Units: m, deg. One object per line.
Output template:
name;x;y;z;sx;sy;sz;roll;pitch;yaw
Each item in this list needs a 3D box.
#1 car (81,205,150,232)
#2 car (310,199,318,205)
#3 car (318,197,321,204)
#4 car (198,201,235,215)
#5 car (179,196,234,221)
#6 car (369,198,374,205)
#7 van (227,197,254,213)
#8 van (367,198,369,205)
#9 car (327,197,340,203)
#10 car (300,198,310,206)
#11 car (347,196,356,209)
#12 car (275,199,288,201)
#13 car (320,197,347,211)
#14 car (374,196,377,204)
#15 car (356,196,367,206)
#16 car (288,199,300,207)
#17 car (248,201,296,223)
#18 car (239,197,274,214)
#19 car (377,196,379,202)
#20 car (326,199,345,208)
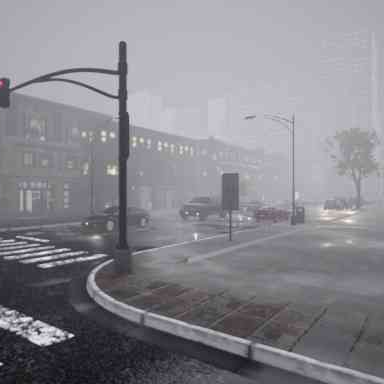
car;-4.707;1.594;21.150;1.837;1.490;4.892;0;0;34
car;21.968;1.894;63.486;2.008;1.369;4.403;0;-1;35
car;28.331;1.846;72.521;1.967;1.590;4.097;0;-1;35
car;2.777;1.692;36.240;1.752;1.417;4.829;0;0;35
car;1.181;1.356;29.469;2.150;2.045;5.566;0;0;35
car;35.183;1.982;67.695;1.802;1.307;4.206;0;-1;35
van;6.056;1.536;40.898;1.690;1.788;3.998;0;-1;35
van;32.001;1.709;63.180;1.690;1.788;3.998;0;-1;35
car;34.696;1.912;81.557;1.967;1.590;4.097;0;-1;35
car;18.785;1.864;58.968;2.008;1.369;4.403;0;-1;35
car;22.454;1.591;49.627;2.192;1.841;5.009;0;-1;35
car;12.323;1.777;49.793;1.752;1.417;4.829;0;-1;35
car;19.272;1.686;45.108;1.967;1.590;4.097;0;-1;35
car;38.464;1.958;72.353;1.752;1.417;4.829;0;-1;35
car;28.819;1.652;58.663;2.192;1.841;5.009;0;-1;35
car;15.603;1.834;54.450;2.008;1.369;4.403;0;-1;35
car;6.588;1.680;27.007;1.887;1.381;4.507;0;0;35
car;7.094;1.675;37.842;2.128;1.511;4.902;0;0;35
car;41.547;2.047;76.731;1.802;1.307;4.206;0;-1;35
car;24.774;1.868;57.403;2.033;1.411;5.357;0;0;35
